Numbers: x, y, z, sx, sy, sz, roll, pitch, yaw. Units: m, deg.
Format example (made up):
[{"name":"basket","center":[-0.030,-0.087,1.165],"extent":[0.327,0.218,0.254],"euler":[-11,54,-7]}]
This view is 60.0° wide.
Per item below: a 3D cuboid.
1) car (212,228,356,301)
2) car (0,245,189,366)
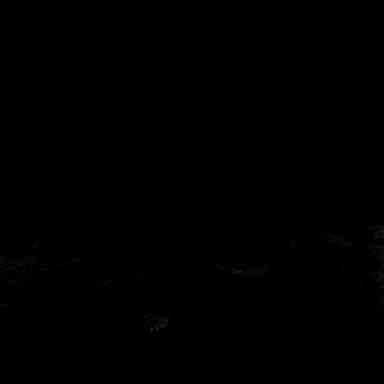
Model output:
[{"name":"car","center":[2.430,1.582,8.269],"extent":[4.206,1.307,1.802],"euler":[0,0,-35]},{"name":"car","center":[-2.050,1.566,5.075],"extent":[4.313,1.339,1.947],"euler":[0,0,-35]}]
